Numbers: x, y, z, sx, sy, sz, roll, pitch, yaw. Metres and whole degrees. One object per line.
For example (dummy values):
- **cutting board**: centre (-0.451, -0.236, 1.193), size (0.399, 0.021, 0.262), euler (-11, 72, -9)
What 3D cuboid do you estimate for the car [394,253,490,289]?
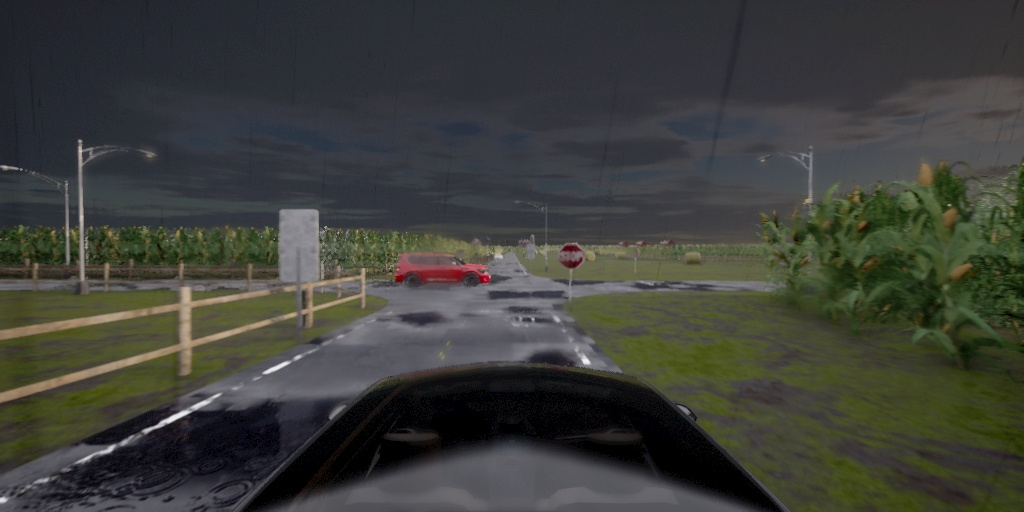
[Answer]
- **car**: centre (-4.098, 0.869, 21.321), size (5.566, 2.045, 2.150), euler (0, 1, -1)
